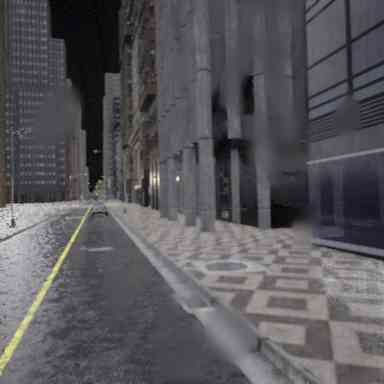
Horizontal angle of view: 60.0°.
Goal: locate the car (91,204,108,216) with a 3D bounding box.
[{"bbox_3d":[-11.094,2.125,39.961,2.033,1.411,5.357,-1,0,-16],"label":"car"}]
